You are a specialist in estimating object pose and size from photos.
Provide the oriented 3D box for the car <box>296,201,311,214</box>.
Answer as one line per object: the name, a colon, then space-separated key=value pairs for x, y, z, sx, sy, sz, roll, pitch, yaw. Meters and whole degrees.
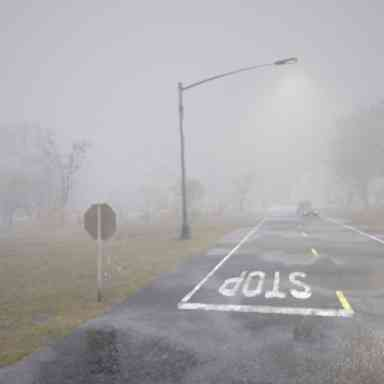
car: x=17.071 y=2.362 z=50.448 sx=2.150 sy=2.045 sz=5.566 roll=-3 pitch=-2 yaw=15

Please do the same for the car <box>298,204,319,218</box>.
car: x=14.408 y=2.491 z=40.782 sx=1.895 sy=1.301 sz=4.718 roll=-3 pitch=-2 yaw=15
